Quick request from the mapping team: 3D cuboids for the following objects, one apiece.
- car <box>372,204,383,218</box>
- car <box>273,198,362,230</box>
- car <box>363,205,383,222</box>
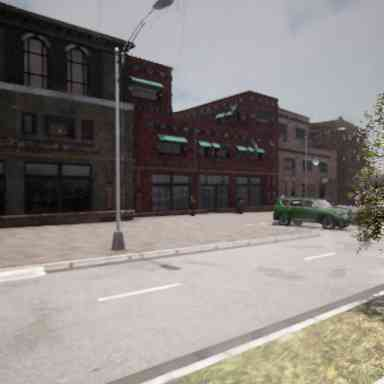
[{"bbox_3d":[22.437,2.123,36.135,2.002,1.452,4.674,2,-1,-44],"label":"car"},{"bbox_3d":[8.295,1.430,23.099,2.435,2.045,5.566,1,-1,-40],"label":"car"},{"bbox_3d":[12.416,1.817,26.681,2.163,1.488,4.792,2,-1,-41],"label":"car"}]
